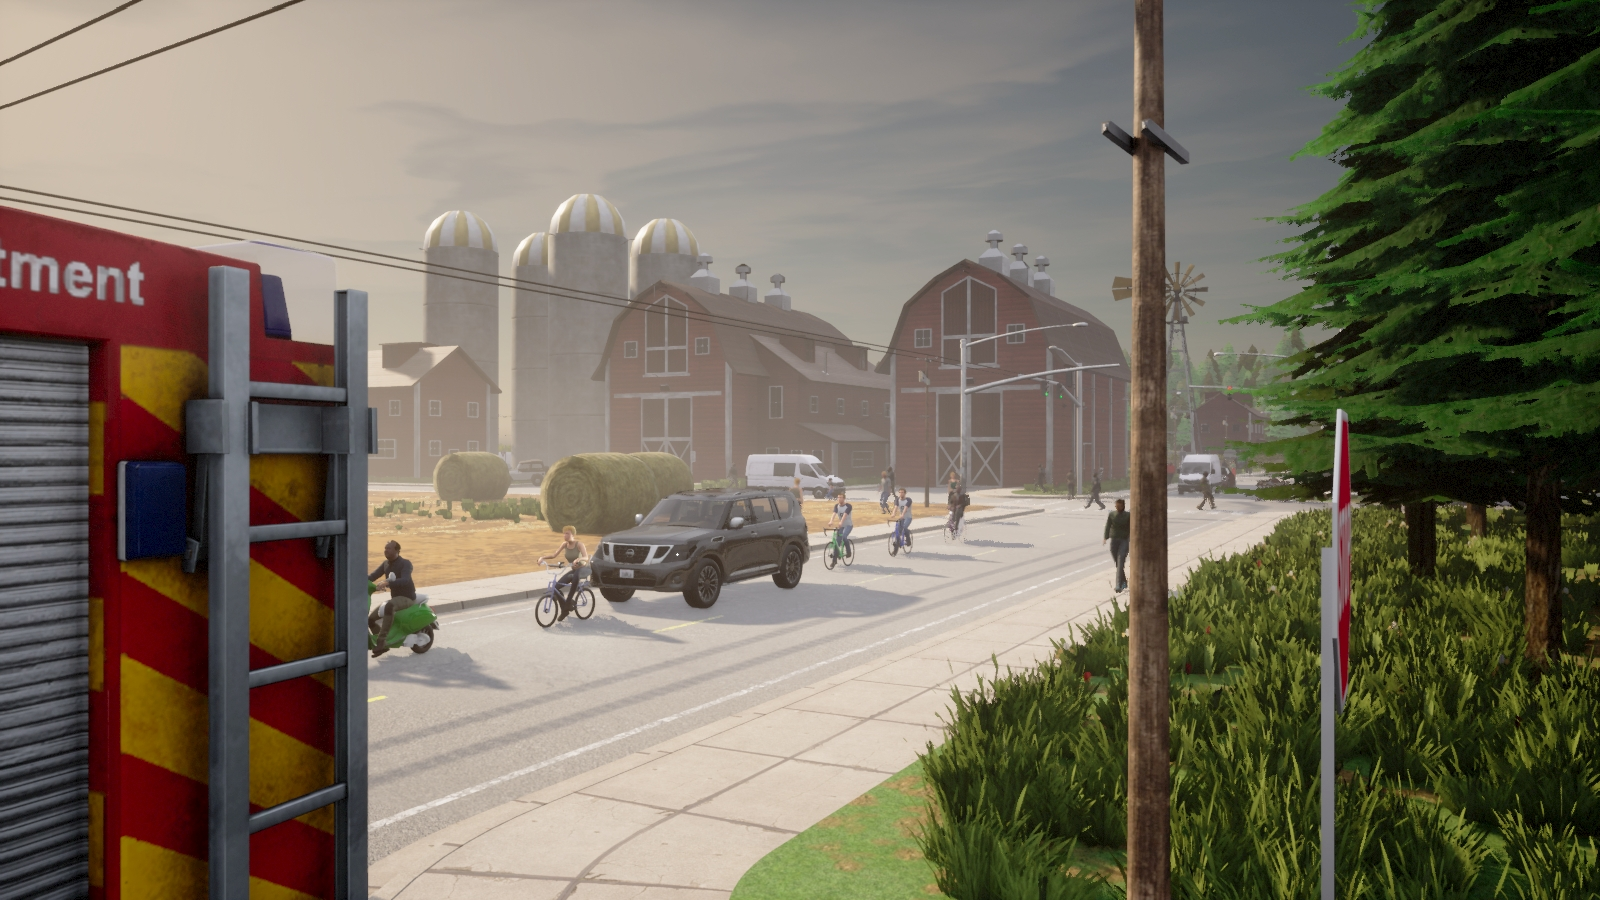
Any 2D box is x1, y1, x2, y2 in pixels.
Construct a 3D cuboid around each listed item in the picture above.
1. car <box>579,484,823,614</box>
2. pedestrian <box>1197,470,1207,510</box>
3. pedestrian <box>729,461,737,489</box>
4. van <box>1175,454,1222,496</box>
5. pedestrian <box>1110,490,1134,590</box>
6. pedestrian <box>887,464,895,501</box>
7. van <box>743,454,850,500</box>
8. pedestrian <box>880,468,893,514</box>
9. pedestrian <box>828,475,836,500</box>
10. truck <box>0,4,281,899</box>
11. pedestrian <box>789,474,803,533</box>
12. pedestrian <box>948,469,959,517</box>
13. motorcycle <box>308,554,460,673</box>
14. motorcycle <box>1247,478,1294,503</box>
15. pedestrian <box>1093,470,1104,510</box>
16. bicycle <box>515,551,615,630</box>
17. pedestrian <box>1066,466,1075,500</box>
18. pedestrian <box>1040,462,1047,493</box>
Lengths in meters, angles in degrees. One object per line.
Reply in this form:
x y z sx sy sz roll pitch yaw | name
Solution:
-1.735 1.779 22.475 2.150 2.045 5.566 0 0 27 | car
18.569 1.836 52.767 0.375 1.860 0.375 0 0 28 | pedestrian
-4.477 1.669 76.448 0.375 1.860 0.375 0 0 30 | pedestrian
25.720 1.534 73.539 1.988 2.561 5.915 0 0 28 | van
6.108 1.696 21.702 0.375 1.860 0.375 0 0 27 | pedestrian
4.651 1.670 58.354 0.375 1.860 0.375 0 0 15 | pedestrian
-0.217 1.504 65.699 5.915 2.561 1.988 0 0 27 | van
3.516 1.677 46.662 0.375 1.860 0.375 0 0 -43 | pedestrian
1.664 1.951 59.401 0.375 1.300 0.375 0 0 12 | pedestrian
-6.059 0.867 3.674 8.468 3.827 2.891 0 0 21 | truck
-0.128 1.693 36.202 0.375 1.860 0.375 0 0 17 | pedestrian
6.011 1.695 44.667 0.375 1.860 0.375 0 0 14 | pedestrian
-5.551 2.142 15.363 0.856 1.316 1.805 0 0 28 | motorcycle
25.481 2.191 61.876 0.867 1.251 2.209 4 -2 -33 | motorcycle
13.828 1.846 52.926 0.375 1.860 0.375 0 0 28 | pedestrian
-3.810 2.256 18.631 0.859 1.080 1.487 0 0 28 | bicycle
14.906 1.824 62.963 0.375 1.860 0.375 0 0 31 | pedestrian
14.576 1.648 68.411 0.375 1.860 0.375 0 0 20 | pedestrian
